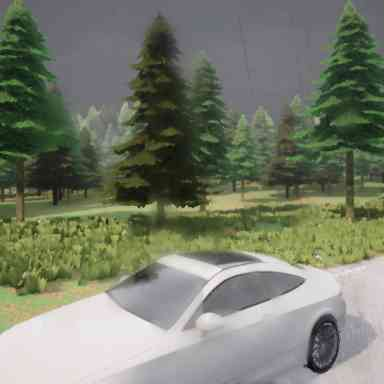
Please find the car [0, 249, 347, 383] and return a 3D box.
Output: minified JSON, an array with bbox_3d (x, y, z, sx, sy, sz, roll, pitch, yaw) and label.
[{"bbox_3d":[0.085,1.522,4.087,4.674,1.442,1.812,0,0,-36],"label":"car"}]
